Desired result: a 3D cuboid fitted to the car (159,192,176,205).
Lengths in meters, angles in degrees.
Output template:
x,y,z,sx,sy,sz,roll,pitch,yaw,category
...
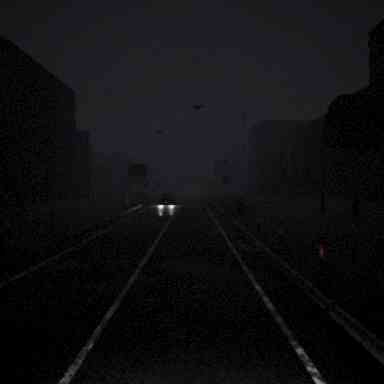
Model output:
x,y,z,sx,sy,sz,roll,pitch,yaw,category
-2.949,0.760,40.676,2.033,1.411,5.357,0,1,0,car
